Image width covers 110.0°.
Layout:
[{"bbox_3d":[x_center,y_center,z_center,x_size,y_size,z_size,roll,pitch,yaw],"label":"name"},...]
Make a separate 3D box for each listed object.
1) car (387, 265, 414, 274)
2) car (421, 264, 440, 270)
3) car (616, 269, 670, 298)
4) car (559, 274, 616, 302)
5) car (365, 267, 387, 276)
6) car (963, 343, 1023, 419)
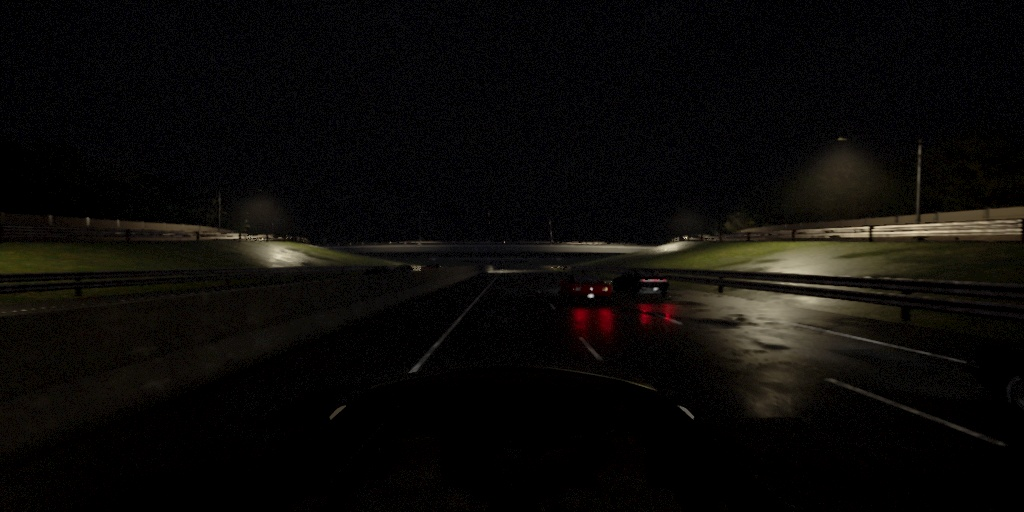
[{"bbox_3d":[-14.283,1.961,47.119,1.837,1.490,4.892,0,-1,0],"label":"car"},{"bbox_3d":[-10.790,1.828,48.072,2.097,1.767,4.553,0,-1,0],"label":"car"},{"bbox_3d":[7.058,1.465,20.092,2.128,1.511,4.902,0,-1,0],"label":"car"},{"bbox_3d":[3.565,1.550,18.387,1.895,1.301,4.718,0,-1,0],"label":"car"},{"bbox_3d":[-17.783,2.068,47.553,1.895,1.301,4.718,0,-1,0],"label":"car"},{"bbox_3d":[7.097,1.360,2.686,1.895,1.301,4.718,0,-1,0],"label":"car"}]
